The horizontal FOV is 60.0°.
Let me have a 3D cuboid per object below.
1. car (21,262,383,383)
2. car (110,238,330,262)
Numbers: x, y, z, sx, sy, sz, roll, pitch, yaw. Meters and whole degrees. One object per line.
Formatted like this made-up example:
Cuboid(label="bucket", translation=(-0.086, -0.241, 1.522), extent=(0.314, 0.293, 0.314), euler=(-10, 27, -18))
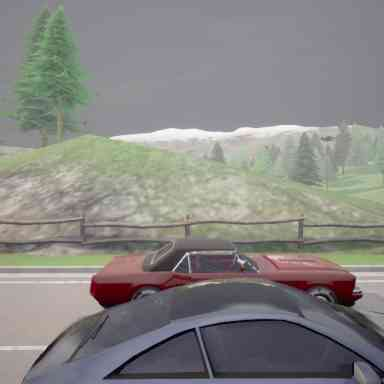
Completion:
Cuboid(label="car", translation=(0.706, 1.564, 2.980), extent=(4.181, 1.385, 1.994), euler=(0, 0, -1))
Cuboid(label="car", translation=(0.620, 1.601, 6.478), extent=(4.718, 1.301, 1.895), euler=(0, 0, -1))
